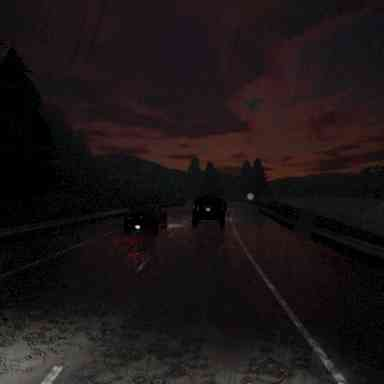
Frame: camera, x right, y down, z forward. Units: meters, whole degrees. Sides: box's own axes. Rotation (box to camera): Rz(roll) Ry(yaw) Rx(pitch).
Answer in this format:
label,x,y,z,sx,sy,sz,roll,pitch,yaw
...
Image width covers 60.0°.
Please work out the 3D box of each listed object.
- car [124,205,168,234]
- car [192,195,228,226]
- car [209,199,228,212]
label,x,y,z,sx,sy,sz,roll,pitch,yaw
car,-2.603,1.543,19.431,1.837,1.490,4.892,0,0,4
car,1.255,1.266,23.812,2.150,2.045,5.566,0,-1,5
car,3.389,1.637,41.341,2.033,1.411,5.357,0,0,9
